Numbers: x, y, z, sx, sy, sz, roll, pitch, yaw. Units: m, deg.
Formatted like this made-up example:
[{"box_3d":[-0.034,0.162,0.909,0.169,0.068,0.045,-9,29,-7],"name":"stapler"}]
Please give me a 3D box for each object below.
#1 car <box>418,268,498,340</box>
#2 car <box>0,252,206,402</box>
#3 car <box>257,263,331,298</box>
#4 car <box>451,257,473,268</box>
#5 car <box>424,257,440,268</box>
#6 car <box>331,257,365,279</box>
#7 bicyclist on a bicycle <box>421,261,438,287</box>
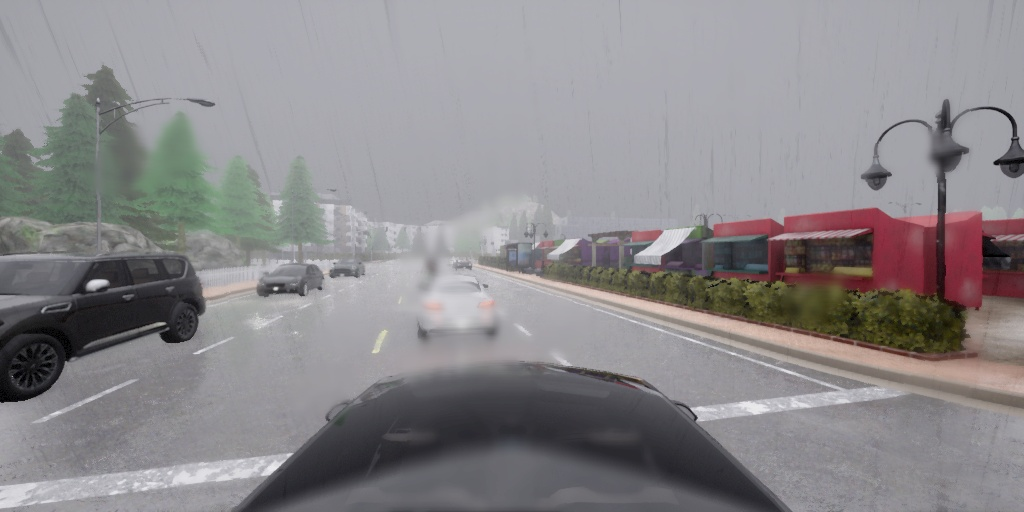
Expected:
[{"box_3d":[-1.560,1.225,9.848,1.812,1.442,4.674,0,0,-13],"name":"car"},{"box_3d":[-8.081,0.942,6.436,2.150,2.045,5.566,0,1,-14],"name":"car"},{"box_3d":[-10.825,1.141,17.921,1.837,1.490,4.892,0,1,-13],"name":"car"},{"box_3d":[-6.014,1.049,43.798,1.895,1.301,4.718,0,0,-13],"name":"car"},{"box_3d":[-11.309,0.900,50.810,1.837,1.490,4.892,0,0,-13],"name":"car"},{"box_3d":[-13.704,0.900,30.012,2.097,1.767,4.553,0,0,-13],"name":"car"},{"box_3d":[-4.483,1.079,19.671,0.582,1.620,1.656,0,1,24],"name":"bicyclist on a bicycle"}]
